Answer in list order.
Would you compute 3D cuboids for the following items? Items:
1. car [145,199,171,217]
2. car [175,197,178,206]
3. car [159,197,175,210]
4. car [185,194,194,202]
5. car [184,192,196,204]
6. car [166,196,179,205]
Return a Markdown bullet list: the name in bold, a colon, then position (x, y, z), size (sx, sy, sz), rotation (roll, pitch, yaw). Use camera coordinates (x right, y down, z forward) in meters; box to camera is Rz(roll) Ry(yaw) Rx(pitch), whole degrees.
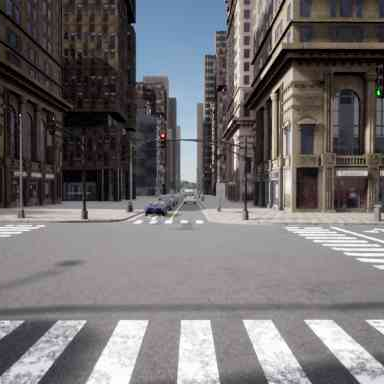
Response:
- **car**: position (-3.354, 1.592, 31.589), size (1.895, 1.301, 4.718), rotation (0, 0, -1)
- **car**: position (-3.485, 1.512, 50.248), size (1.812, 1.442, 4.674), rotation (0, 0, -1)
- **car**: position (-3.429, 1.493, 40.918), size (1.837, 1.490, 4.892), rotation (0, 0, 0)
- **car**: position (-0.536, 1.338, 72.844), size (2.097, 1.767, 4.553), rotation (0, 0, 0)
- **car**: position (-0.381, 1.206, 62.418), size (2.150, 2.045, 5.566), rotation (0, 0, 0)
- **car**: position (-3.522, 1.532, 60.926), size (2.033, 1.411, 5.357), rotation (0, 0, 0)
